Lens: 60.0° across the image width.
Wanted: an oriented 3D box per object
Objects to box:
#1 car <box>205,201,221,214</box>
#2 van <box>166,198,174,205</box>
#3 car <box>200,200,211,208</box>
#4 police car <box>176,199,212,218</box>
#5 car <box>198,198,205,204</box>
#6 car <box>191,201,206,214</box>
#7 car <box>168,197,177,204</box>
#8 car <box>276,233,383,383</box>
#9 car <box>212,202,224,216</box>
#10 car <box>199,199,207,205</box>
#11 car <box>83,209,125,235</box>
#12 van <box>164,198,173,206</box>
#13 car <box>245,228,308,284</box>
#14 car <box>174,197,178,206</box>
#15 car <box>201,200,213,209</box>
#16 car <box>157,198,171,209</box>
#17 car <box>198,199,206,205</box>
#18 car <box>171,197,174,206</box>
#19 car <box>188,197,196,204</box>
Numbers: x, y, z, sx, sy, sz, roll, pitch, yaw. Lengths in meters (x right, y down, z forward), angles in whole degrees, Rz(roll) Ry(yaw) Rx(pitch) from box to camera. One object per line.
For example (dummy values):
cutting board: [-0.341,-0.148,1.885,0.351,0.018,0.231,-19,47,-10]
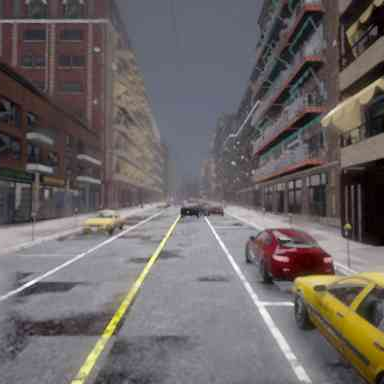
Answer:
car: [2.593,1.983,42.820,1.752,1.417,4.829,1,-1,0]
van: [-5.277,2.292,81.426,1.690,1.788,3.998,1,-1,0]
car: [2.596,2.281,64.770,2.008,1.369,4.403,1,-1,0]
police car: [0.282,1.787,34.171,1.930,1.638,5.238,0,-1,15]
car: [2.611,2.547,92.422,1.967,1.590,4.097,1,-1,0]
car: [0.833,1.995,43.786,1.812,1.442,4.674,0,-1,0]
car: [-5.274,2.422,92.486,2.192,1.841,5.009,1,-1,0]
car: [2.587,1.566,4.111,1.752,1.417,4.829,2,-1,0]
car: [2.591,1.936,37.118,1.887,1.381,4.507,1,-1,0]
car: [2.599,2.495,81.360,1.887,1.381,4.507,1,-1,0]
car: [-5.290,1.732,20.429,1.752,1.417,4.829,2,-1,0]
van: [-5.277,2.216,75.895,1.690,1.788,3.998,2,-1,0]
car: [2.586,1.676,9.469,1.802,1.307,4.206,1,-1,0]
car: [-2.737,2.332,71.074,1.812,1.442,4.674,0,-1,0]
car: [2.595,2.205,59.238,1.887,1.381,4.507,1,-1,0]
car: [-5.284,2.184,59.133,1.752,1.417,4.829,2,-1,0]
car: [2.600,2.572,86.890,1.887,1.381,4.507,1,-1,0]
car: [-5.278,2.046,64.837,2.192,1.841,5.009,2,-1,0]
car: [0.016,2.221,84.478,2.097,1.767,4.553,0,-1,0]
